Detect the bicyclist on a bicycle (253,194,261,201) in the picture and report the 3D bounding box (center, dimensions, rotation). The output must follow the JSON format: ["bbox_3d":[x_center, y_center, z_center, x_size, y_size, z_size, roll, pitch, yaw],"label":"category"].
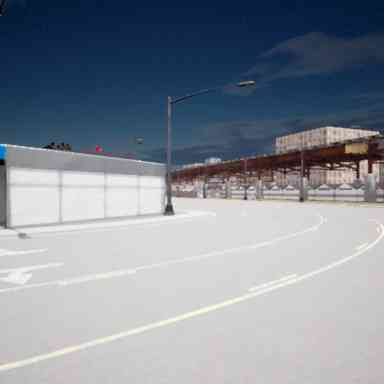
[{"bbox_3d":[15.247,1.346,77.552,1.656,1.620,0.582,0,-2,-23],"label":"bicyclist on a bicycle"}]

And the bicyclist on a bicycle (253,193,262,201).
[{"bbox_3d":[15.545,1.191,79.037,1.656,1.620,0.582,16,5,-7],"label":"bicyclist on a bicycle"}]
